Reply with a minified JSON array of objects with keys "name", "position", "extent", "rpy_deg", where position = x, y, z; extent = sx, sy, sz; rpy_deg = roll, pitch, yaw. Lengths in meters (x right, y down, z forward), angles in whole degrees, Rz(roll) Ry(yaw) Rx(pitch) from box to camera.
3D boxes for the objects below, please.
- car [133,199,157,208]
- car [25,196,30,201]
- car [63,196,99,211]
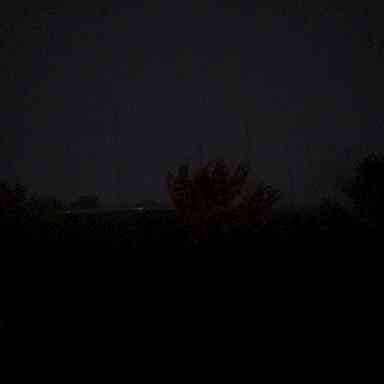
[{"name":"car","position":[-8.192,2.038,58.795],"extent":[1.837,1.490,4.892],"rpy_deg":[-1,-2,36]},{"name":"car","position":[-21.980,1.496,39.704],"extent":[2.150,2.045,5.566],"rpy_deg":[-1,-1,36]},{"name":"car","position":[-16.016,1.607,47.984],"extent":[2.150,2.045,5.566],"rpy_deg":[-1,-1,36]}]
